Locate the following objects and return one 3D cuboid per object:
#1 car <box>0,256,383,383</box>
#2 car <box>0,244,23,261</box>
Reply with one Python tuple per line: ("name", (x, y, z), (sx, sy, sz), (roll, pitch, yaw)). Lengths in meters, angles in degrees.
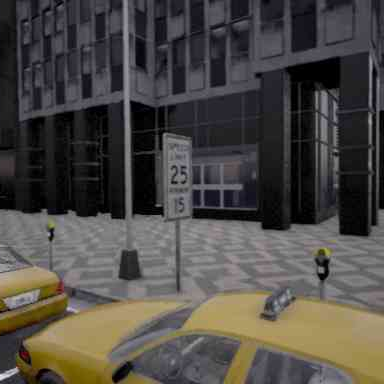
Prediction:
("car", (0.439, 1.438, 2.679), (4.829, 1.417, 1.752), (0, 2, 34))
("car", (-4.209, 1.410, 5.806), (4.829, 1.417, 1.752), (0, 2, 34))
